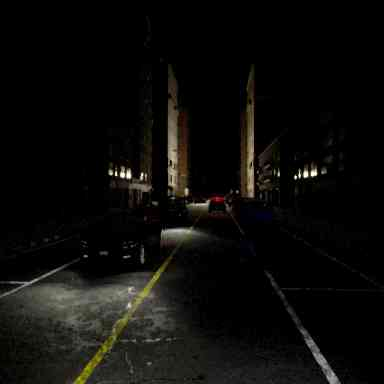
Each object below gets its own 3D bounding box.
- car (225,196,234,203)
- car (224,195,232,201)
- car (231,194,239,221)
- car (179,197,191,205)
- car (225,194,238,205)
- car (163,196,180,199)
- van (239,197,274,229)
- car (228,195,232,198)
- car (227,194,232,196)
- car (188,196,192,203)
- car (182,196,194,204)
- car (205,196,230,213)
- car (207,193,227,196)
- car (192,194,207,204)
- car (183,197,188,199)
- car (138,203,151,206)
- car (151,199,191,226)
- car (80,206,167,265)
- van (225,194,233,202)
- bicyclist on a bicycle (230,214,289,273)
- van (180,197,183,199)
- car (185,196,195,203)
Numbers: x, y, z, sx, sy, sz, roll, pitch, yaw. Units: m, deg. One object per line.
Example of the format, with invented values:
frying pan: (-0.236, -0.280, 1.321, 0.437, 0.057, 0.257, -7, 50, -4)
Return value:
car: (8.135, 1.555, 72.541, 1.752, 1.417, 4.829, 1, 0, 4)
car: (9.004, 1.559, 83.855, 1.752, 1.417, 4.829, 1, 0, 4)
car: (4.648, 1.322, 27.118, 2.192, 1.841, 5.009, 1, 0, 4)
car: (-1.248, 1.590, 61.716, 1.947, 1.339, 4.313, 1, 0, 4)
car: (7.255, 1.340, 61.059, 2.192, 1.841, 5.009, 1, 0, 4)
car: (-2.984, 1.452, 39.090, 1.967, 1.590, 4.097, 1, 0, 4)
van: (4.214, 1.346, 21.462, 1.690, 1.788, 3.998, 1, 0, 4)
car: (6.383, 1.584, 49.745, 1.947, 1.339, 4.313, 1, 0, 4)
car: (6.831, 1.547, 55.571, 1.752, 1.417, 4.829, 1, 0, 4)
car: (-1.682, 1.572, 56.059, 2.008, 1.369, 4.403, 1, 0, 4)
car: (-0.813, 1.592, 67.372, 1.947, 1.339, 4.313, 1, 0, 4)
car: (2.861, 1.502, 37.518, 2.128, 1.511, 4.902, 0, 0, 4)
car: (3.871, 1.240, 50.672, 2.150, 2.045, 5.566, 0, 0, 4)
car: (1.539, 1.587, 61.692, 1.994, 1.385, 4.181, 0, 0, 4)
car: (-2.117, 1.600, 50.403, 1.802, 1.307, 4.206, 1, 0, 4)
car: (-3.854, 1.589, 27.778, 1.802, 1.307, 4.206, 1, 0, 4)
car: (-1.378, 1.483, 23.958, 1.882, 1.535, 5.008, 0, 0, 5)
car: (-2.314, 1.480, 11.928, 1.882, 1.535, 5.008, 0, 0, 4)
van: (8.558, 1.372, 78.029, 1.690, 1.788, 3.998, 1, 0, 4)
bicyclist on a bicycle: (1.863, 1.451, 9.330, 1.656, 1.620, 0.582, -2, 0, 4)
van: (-2.549, 1.356, 44.747, 1.690, 1.788, 3.998, 1, 0, 4)
car: (-0.379, 1.573, 73.028, 1.887, 1.381, 4.507, 1, 0, 4)
